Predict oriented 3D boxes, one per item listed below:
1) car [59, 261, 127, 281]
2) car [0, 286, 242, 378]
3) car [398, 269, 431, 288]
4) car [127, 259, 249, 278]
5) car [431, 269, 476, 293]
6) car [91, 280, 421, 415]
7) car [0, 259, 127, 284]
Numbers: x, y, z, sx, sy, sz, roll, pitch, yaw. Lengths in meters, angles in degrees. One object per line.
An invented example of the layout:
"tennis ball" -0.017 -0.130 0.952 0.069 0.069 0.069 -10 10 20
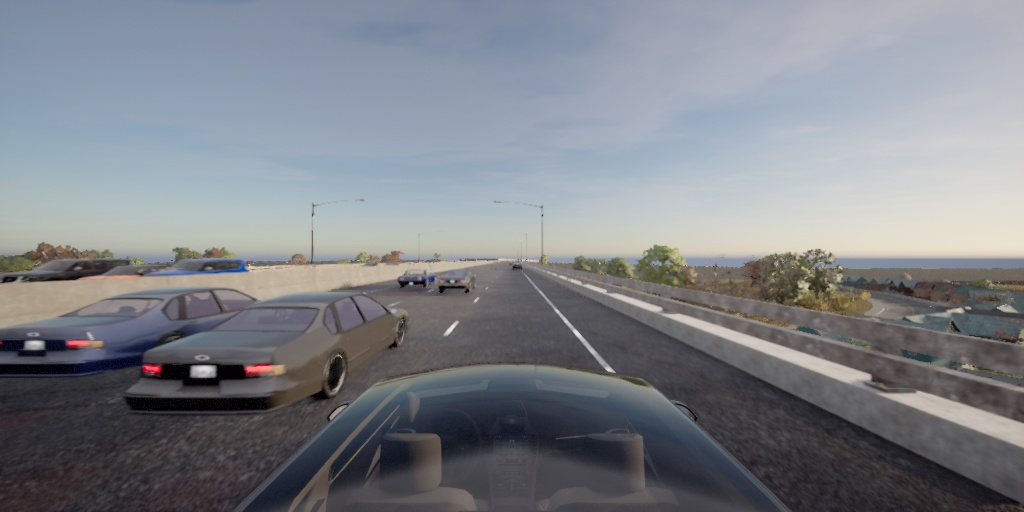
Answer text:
"car" -21.097 1.299 19.924 2.097 1.767 4.553 0 -1 0
"car" -6.901 1.362 7.693 2.033 1.411 5.357 0 -1 0
"car" -6.899 1.623 26.758 1.895 1.301 4.718 0 -1 0
"car" -17.598 1.172 20.305 2.150 2.045 5.566 0 -1 0
"car" -3.400 1.529 22.927 2.033 1.411 5.357 0 -1 0
"car" -3.403 1.349 6.464 2.033 1.411 5.357 0 -1 0
"car" -24.598 1.171 20.212 2.150 2.045 5.566 0 -1 0
